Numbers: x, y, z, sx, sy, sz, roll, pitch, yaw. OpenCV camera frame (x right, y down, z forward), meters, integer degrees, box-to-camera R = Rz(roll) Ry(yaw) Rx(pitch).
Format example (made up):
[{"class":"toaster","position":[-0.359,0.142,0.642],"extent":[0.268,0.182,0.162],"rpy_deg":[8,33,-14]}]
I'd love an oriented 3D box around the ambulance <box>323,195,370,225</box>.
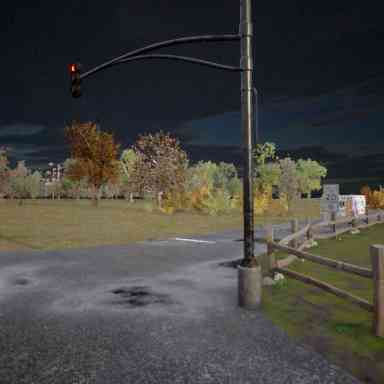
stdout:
[{"class":"ambulance","position":[13.614,1.524,28.979],"extent":[2.351,2.431,6.366],"rpy_deg":[-1,-2,40]}]
